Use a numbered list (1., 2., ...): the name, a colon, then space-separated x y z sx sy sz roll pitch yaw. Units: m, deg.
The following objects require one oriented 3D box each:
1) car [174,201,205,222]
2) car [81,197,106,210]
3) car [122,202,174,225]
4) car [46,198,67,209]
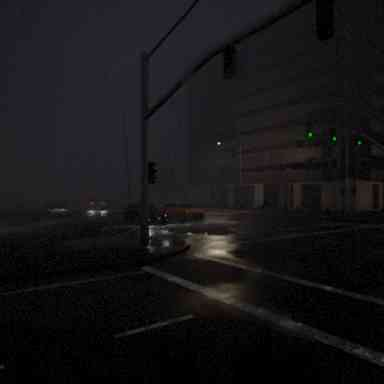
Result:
1. car: -0.925 1.548 27.064 1.882 1.535 5.008 0 1 -35
2. car: -13.108 1.424 44.215 2.097 1.767 4.553 0 0 -35
3. car: -3.638 1.571 24.841 1.837 1.490 4.892 0 0 -35
4. car: -19.114 1.616 46.667 2.033 1.411 5.357 0 0 -35
